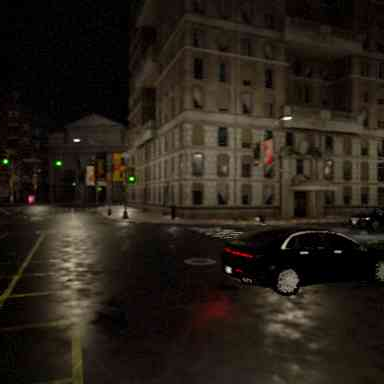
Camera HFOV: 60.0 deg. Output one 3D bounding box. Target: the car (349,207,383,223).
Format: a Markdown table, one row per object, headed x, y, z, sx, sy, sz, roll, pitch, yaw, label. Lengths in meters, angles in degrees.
| x | y | z | sx | sy | sz | roll | pitch | yaw | label |
| --- | --- | --- | --- | --- | --- | --- | --- | --- | --- |
| 13.575 | 1.851 | 23.968 | 4.902 | 1.511 | 2.128 | 1 | -1 | -20 | car |

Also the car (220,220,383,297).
| x | y | z | sx | sy | sz | roll | pitch | yaw | label |
| --- | --- | --- | --- | --- | --- | --- | --- | --- | --- |
| 3.129 | 1.645 | 8.733 | 4.892 | 1.490 | 1.837 | 1 | -1 | -21 | car |
